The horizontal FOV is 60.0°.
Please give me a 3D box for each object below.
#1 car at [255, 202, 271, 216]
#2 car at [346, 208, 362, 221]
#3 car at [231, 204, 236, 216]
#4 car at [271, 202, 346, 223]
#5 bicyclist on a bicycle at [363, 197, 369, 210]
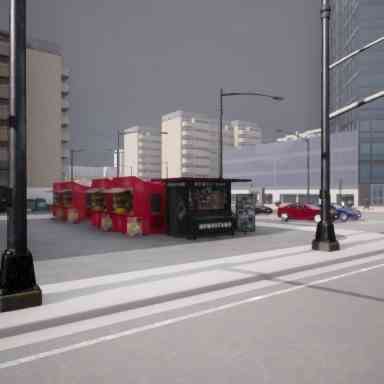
[{"bbox_3d":[6.676,1.777,35.809,1.994,1.385,4.181,0,-1,-36],"label":"car"},{"bbox_3d":[11.988,1.635,28.466,1.812,1.442,4.674,0,-1,-35],"label":"car"},{"bbox_3d":[3.636,1.820,34.036,1.895,1.301,4.718,0,-1,-36],"label":"car"},{"bbox_3d":[9.125,1.585,26.482,1.882,1.535,5.008,0,-1,-36],"label":"car"},{"bbox_3d":[22.211,1.466,42.457,1.656,1.620,0.582,0,0,-36],"label":"bicyclist on a bicycle"}]
